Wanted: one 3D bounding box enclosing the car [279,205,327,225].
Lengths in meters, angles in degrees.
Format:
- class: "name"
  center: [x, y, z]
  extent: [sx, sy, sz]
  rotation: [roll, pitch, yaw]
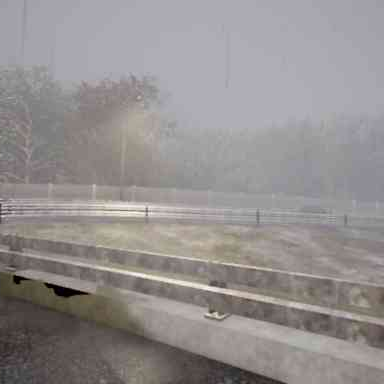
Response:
- class: "car"
  center: [12.472, 2.523, 37.227]
  extent: [5.566, 2.045, 2.150]
  rotation: [4, -1, -20]
